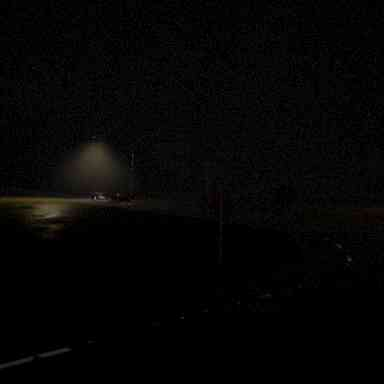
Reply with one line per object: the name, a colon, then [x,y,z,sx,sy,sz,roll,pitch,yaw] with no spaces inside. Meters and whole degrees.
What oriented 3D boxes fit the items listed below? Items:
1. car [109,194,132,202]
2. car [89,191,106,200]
car: [-11.218,0.910,51.705,1.895,1.301,4.718,1,0,-35]
car: [-16.965,0.621,59.850,1.837,1.490,4.892,1,0,-35]
